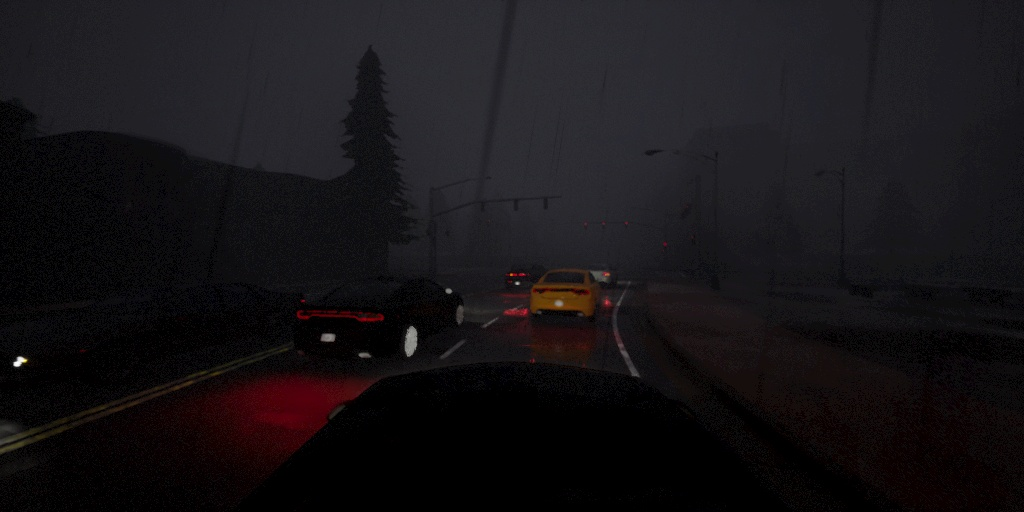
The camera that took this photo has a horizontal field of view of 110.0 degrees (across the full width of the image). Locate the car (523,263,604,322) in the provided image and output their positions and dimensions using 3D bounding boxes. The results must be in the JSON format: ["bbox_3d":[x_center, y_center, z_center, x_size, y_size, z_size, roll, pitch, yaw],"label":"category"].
[{"bbox_3d":[1.990,1.172,12.267,1.882,1.535,5.008,0,0,16],"label":"car"}]

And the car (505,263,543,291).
[{"bbox_3d":[1.069,1.139,20.439,1.837,1.490,4.892,0,0,19],"label":"car"}]

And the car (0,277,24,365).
[{"bbox_3d":[-10.272,1.164,4.256,2.128,1.511,4.902,0,0,5],"label":"car"}]

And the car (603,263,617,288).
[{"bbox_3d":[5.572,1.172,22.717,1.812,1.442,4.674,1,0,20],"label":"car"}]

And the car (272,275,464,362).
[{"bbox_3d":[-2.569,1.171,8.219,1.882,1.535,5.008,0,0,9],"label":"car"}]

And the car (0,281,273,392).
[{"bbox_3d":[-6.570,1.223,7.153,2.033,1.411,5.357,0,0,8],"label":"car"}]
